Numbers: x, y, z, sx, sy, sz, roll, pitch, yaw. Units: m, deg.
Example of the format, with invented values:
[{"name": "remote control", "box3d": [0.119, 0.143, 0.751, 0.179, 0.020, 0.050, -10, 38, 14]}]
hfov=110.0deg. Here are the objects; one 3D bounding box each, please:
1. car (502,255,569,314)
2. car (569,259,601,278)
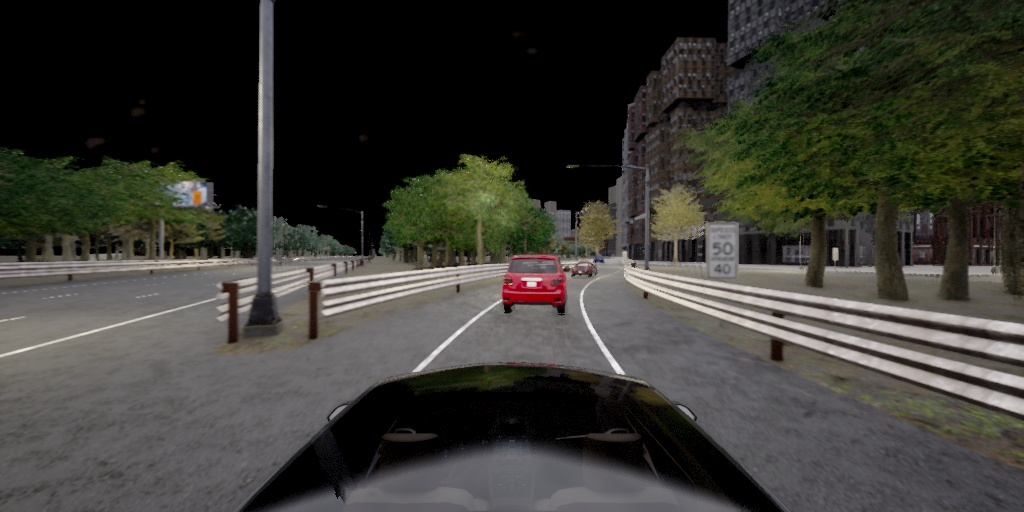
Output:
[{"name": "car", "box3d": [1.034, 0.989, 13.995, 2.150, 2.045, 5.566, 0, 0, 9]}, {"name": "car", "box3d": [7.071, 1.278, 34.740, 1.812, 1.442, 4.674, 0, 0, 22]}]
